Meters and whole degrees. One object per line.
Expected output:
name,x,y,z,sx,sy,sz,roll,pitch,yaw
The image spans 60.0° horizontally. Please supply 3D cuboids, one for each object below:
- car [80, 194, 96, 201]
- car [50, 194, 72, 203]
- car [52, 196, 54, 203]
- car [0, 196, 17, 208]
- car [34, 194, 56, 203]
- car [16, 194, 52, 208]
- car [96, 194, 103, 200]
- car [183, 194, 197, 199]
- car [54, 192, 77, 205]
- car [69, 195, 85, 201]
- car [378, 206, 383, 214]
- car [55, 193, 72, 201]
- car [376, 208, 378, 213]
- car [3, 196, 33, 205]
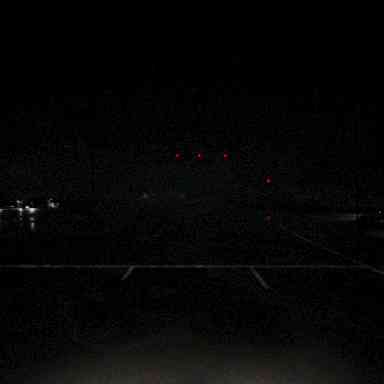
car,-21.041,1.227,65.153,2.128,1.511,4.902,0,0,0
car,-24.561,1.239,62.460,2.128,1.511,4.902,0,0,1
car,-24.607,1.140,53.309,2.097,1.767,4.553,0,0,0
car,-24.618,1.336,43.492,1.837,1.490,4.892,0,0,0
car,-28.032,1.234,63.687,2.128,1.511,4.902,0,0,0
car,-21.118,1.330,44.764,1.837,1.490,4.892,0,0,0
car,-21.251,1.220,74.417,2.128,1.511,4.902,0,0,-3
car,-0.158,1.201,94.634,1.895,1.301,4.718,0,0,-18
car,-21.104,1.001,55.316,2.150,2.045,5.566,0,0,0
car,-24.582,1.304,71.401,1.895,1.301,4.718,0,0,0
car,17.653,1.260,26.037,4.553,1.767,2.097,0,0,6
car,-28.153,1.057,72.896,2.097,1.767,4.553,0,0,-3
car,19.460,1.441,29.460,5.357,1.411,2.033,0,0,7
car,-28.094,1.333,53.940,2.033,1.411,5.357,0,0,1
